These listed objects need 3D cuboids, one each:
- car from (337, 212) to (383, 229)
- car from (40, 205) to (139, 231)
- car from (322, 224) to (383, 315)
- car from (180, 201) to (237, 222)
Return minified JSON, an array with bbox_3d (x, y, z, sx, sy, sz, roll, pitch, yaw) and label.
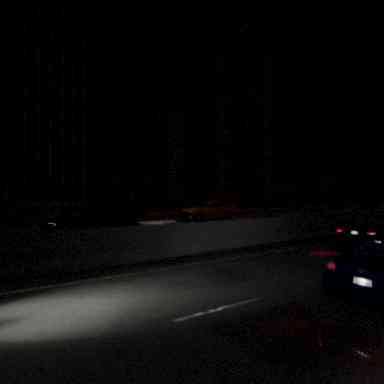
[{"bbox_3d":[8.070,1.555,13.799,5.357,1.411,2.033,0,0,-35],"label":"car"},{"bbox_3d":[-5.248,1.480,17.445,5.008,1.535,1.882,0,0,-35],"label":"car"},{"bbox_3d":[4.660,1.567,7.069,4.181,1.385,1.994,0,0,-35],"label":"car"},{"bbox_3d":[1.359,1.488,26.455,5.008,1.535,1.882,0,0,-35],"label":"car"}]
